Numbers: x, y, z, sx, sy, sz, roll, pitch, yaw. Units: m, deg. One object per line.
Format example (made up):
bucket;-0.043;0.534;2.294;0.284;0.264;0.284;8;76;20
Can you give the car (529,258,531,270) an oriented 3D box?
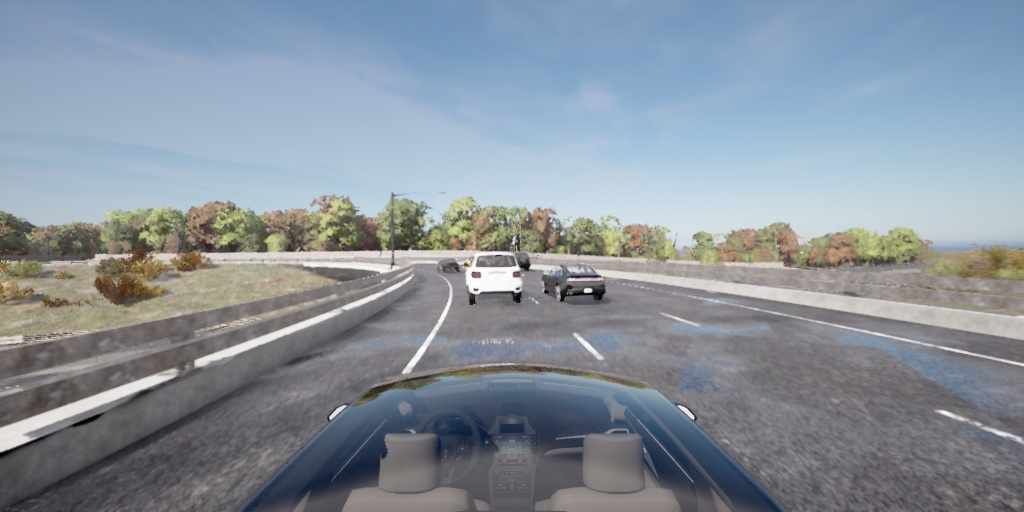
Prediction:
car;0.203;0.640;40.010;2.150;2.045;5.566;-1;1;-22

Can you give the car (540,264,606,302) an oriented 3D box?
car;2.542;1.087;15.912;2.128;1.511;4.902;-1;0;-8

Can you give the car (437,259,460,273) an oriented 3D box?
car;-7.053;1.018;39.357;1.837;1.490;4.892;-1;1;-21

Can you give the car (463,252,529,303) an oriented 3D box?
car;-0.944;0.857;16.153;2.150;2.045;5.566;-1;0;-8

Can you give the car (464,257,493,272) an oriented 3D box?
car;-3.917;0.936;40.961;1.882;1.535;5.008;-1;1;-21
